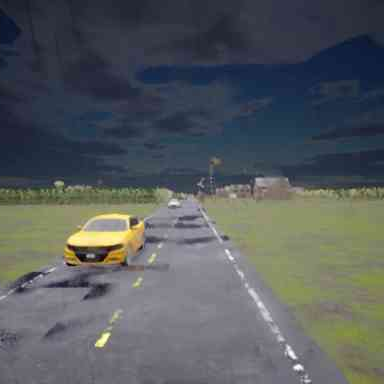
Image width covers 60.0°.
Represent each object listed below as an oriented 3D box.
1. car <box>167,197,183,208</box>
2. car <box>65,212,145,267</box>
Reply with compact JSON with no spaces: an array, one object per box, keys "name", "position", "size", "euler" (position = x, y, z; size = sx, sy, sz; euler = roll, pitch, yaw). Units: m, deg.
[{"name":"car","position":[-2.826,1.838,52.927],"size":[1.812,1.442,4.674],"euler":[0,0,1]},{"name":"car","position":[-2.854,1.541,11.869],"size":[1.882,1.535,5.008],"euler":[0,0,0]}]
